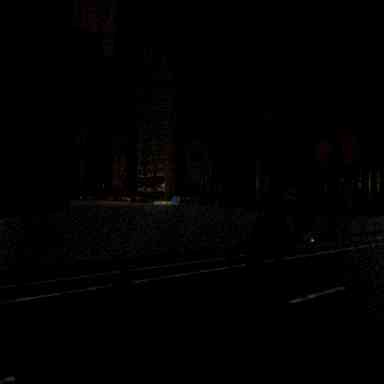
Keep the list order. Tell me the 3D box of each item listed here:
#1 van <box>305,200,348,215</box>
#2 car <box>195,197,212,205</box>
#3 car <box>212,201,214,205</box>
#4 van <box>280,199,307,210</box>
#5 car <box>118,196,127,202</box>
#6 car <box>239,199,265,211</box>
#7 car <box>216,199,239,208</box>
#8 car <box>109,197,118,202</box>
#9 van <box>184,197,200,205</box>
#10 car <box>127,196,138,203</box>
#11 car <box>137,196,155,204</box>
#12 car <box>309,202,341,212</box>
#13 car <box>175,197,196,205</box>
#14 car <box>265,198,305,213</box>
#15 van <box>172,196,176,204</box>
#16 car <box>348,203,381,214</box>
[{"bbox_3d":[16.134,1.869,40.019,1.690,1.788,3.998,1,-1,-36],"label":"van"},{"bbox_3d":[3.280,2.253,72.697,1.802,1.307,4.206,1,-1,-36],"label":"car"},{"bbox_3d":[6.578,2.253,68.076,1.802,1.307,4.206,1,-1,-36],"label":"car"},{"bbox_3d":[16.476,2.017,54.215,1.690,1.788,3.998,1,-1,-36],"label":"van"},{"bbox_3d":[-16.748,2.042,86.092,1.752,1.417,4.829,1,-1,-36],"label":"car"},{"bbox_3d":[9.535,2.102,49.259,1.802,1.307,4.206,1,-1,-36],"label":"car"},{"bbox_3d":[6.504,2.129,58.143,1.994,1.385,4.181,1,-1,-35],"label":"car"},{"bbox_3d":[-20.146,2.083,90.852,1.947,1.339,4.313,1,-1,-36],"label":"car"},{"bbox_3d":[-0.014,2.013,77.321,1.690,1.788,3.998,1,-1,-36],"label":"van"},{"bbox_3d":[-13.548,1.956,81.610,1.967,1.590,4.097,1,-1,-36],"label":"car"},{"bbox_3d":[-10.252,2.067,76.988,2.008,1.369,4.403,1,-1,-36],"label":"car"},{"bbox_3d":[19.770,2.261,49.590,1.802,1.307,4.206,1,-1,-36],"label":"car"},{"bbox_3d":[-0.870,1.993,73.764,2.033,1.411,5.357,1,-1,-36],"label":"car"},{"bbox_3d":[12.837,1.838,44.641,2.192,1.841,5.009,1,-1,-36],"label":"car"},{"bbox_3d":[-3.312,2.013,81.943,1.690,1.788,3.998,1,-1,-36],"label":"van"},{"bbox_3d":[23.068,2.234,44.969,2.008,1.369,4.403,1,-1,-36],"label":"car"}]
